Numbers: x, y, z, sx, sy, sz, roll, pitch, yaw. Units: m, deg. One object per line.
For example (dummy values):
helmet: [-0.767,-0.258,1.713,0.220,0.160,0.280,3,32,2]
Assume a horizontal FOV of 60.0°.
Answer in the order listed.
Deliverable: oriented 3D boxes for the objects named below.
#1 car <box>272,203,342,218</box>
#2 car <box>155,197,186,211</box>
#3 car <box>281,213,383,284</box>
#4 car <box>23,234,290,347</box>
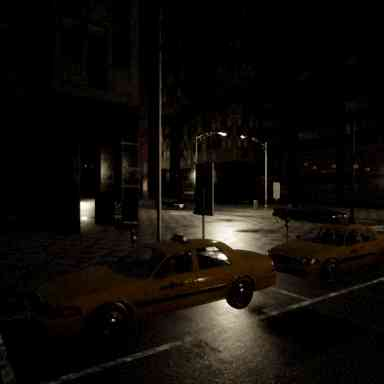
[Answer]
car: [8.320,1.501,24.088,2.033,1.411,5.357,0,0,-36]
car: [-2.612,1.388,39.290,2.128,1.511,4.902,0,0,-36]
car: [4.099,1.525,9.548,4.829,1.417,1.752,0,0,-35]
car: [-0.468,1.525,6.305,4.829,1.417,1.752,0,0,-35]
